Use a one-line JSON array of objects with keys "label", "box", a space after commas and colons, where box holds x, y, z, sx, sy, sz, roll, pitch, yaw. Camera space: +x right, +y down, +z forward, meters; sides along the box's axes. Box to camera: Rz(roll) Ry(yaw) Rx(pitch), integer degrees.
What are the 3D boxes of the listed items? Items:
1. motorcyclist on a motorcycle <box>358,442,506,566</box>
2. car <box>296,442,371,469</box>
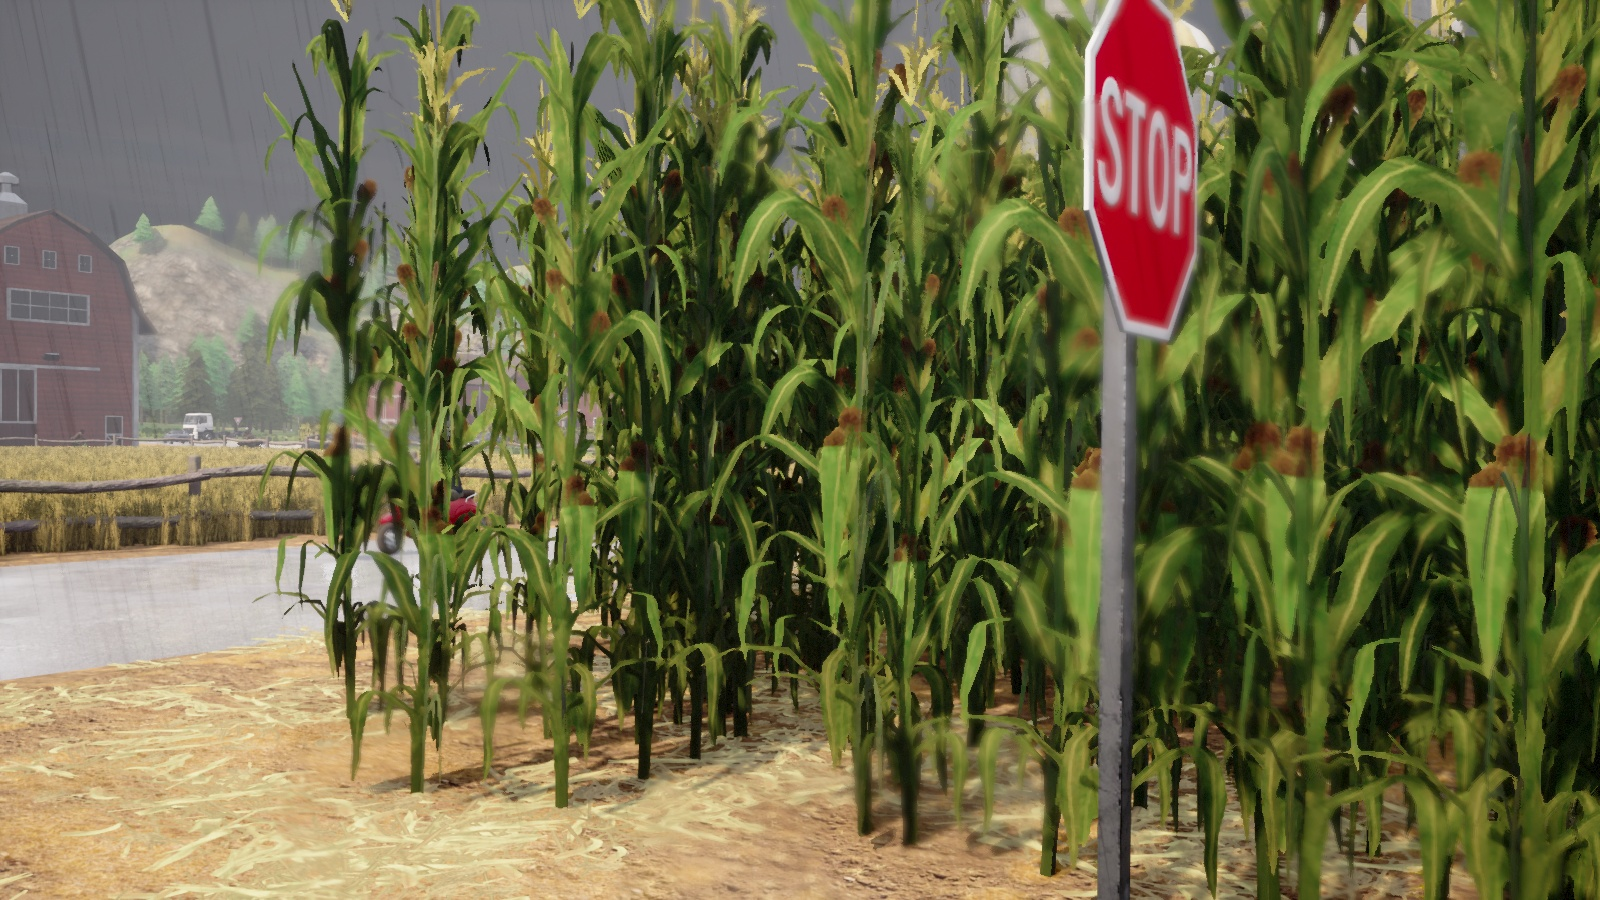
[{"label": "motorcyclist on a motorcycle", "box": [-5.014, 0.695, 17.219, 0.866, 1.590, 1.817, 0, 1, 33]}, {"label": "car", "box": [-26.859, 0.308, 72.294, 4.193, 1.474, 1.816, 0, 1, 32]}]
